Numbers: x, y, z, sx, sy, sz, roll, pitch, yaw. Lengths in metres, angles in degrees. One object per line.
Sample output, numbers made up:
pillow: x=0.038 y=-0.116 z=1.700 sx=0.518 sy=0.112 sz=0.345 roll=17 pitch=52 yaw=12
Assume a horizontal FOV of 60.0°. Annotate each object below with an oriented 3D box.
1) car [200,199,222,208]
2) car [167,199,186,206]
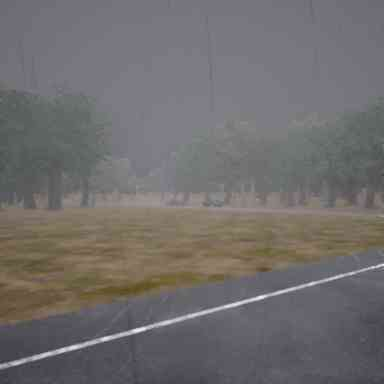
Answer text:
car: x=3.440 y=2.073 z=59.434 sx=1.837 sy=1.490 sz=4.892 roll=2 pitch=-2 yaw=-34
car: x=-3.261 y=2.193 z=69.158 sx=2.033 sy=1.411 sz=5.357 roll=2 pitch=-2 yaw=-34
